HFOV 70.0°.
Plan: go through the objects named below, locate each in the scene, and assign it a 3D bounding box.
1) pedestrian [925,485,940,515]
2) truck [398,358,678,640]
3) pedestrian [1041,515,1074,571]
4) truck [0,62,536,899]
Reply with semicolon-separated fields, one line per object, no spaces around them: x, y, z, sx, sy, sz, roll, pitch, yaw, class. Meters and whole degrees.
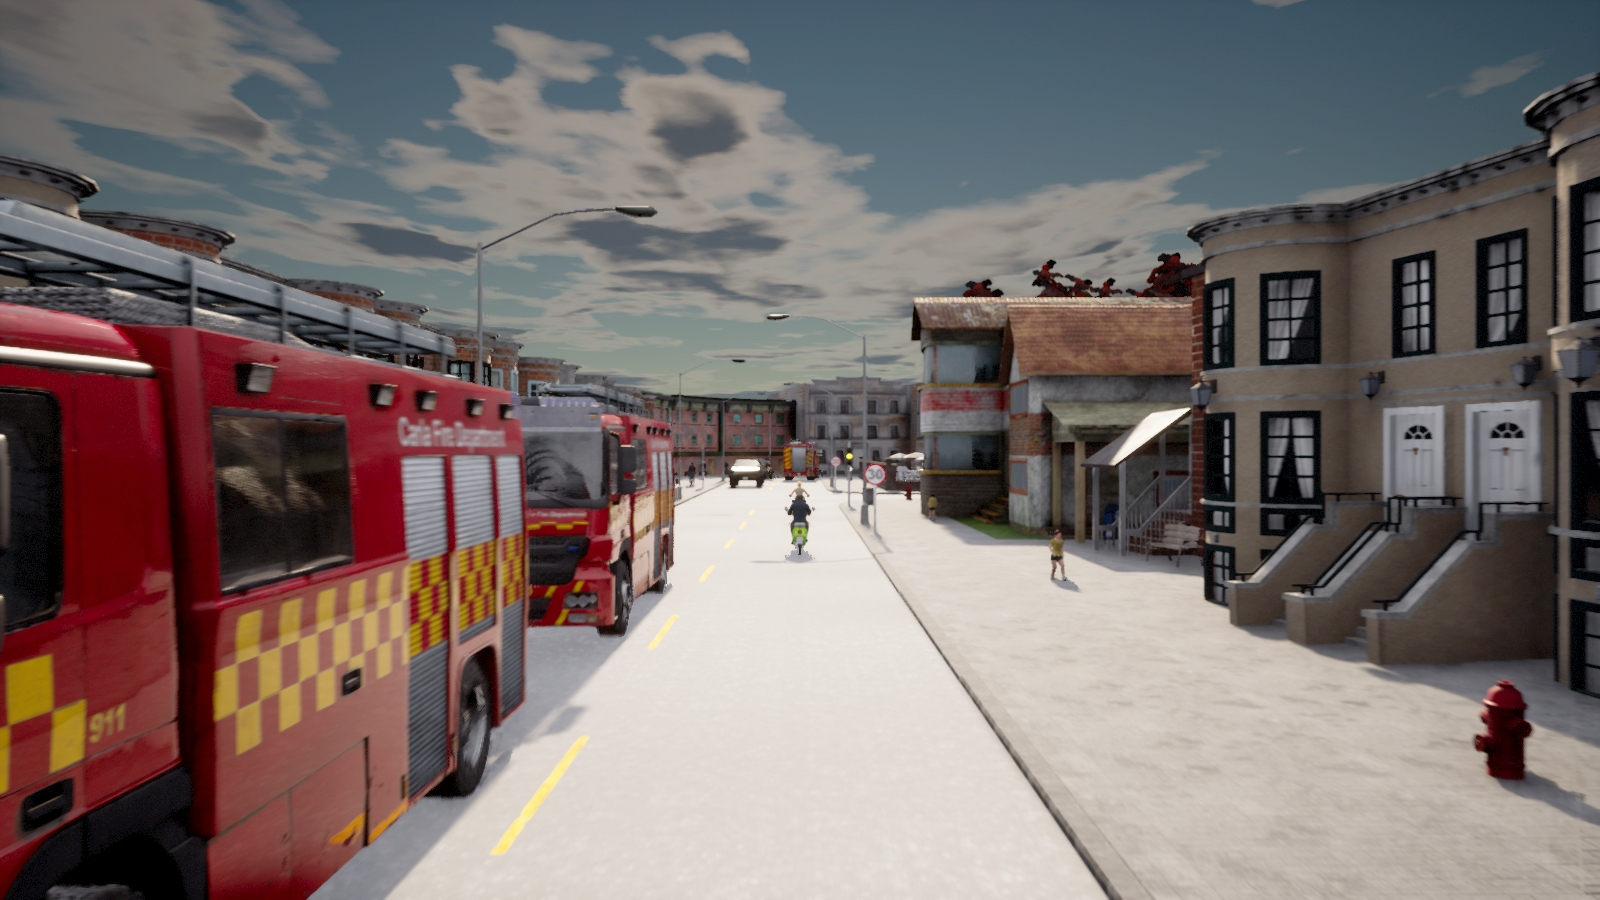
5.058;1.898;43.539;0.500;1.100;0.500;0;0;0;pedestrian
-4.008;0.668;19.747;2.891;3.827;8.468;0;0;0;truck
5.283;1.900;23.440;0.500;1.100;0.500;0;0;-10;pedestrian
-4.007;0.669;6.848;2.891;3.827;8.468;0;0;0;truck
